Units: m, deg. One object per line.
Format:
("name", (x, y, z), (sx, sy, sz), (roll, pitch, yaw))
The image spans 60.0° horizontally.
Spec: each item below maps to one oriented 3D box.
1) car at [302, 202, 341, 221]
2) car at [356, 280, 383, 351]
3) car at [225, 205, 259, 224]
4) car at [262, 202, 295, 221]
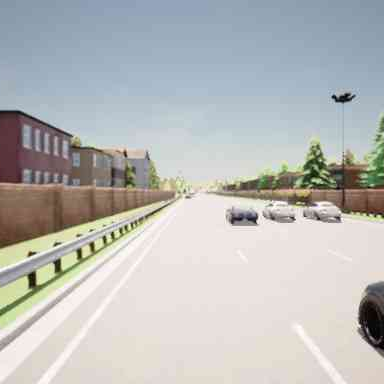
("car", (10.591, 1.529, 27.306), (1.812, 1.442, 4.674), (0, 0, 0))
("car", (3.585, 1.565, 3.559), (1.994, 1.385, 4.181), (0, 0, 0))
("car", (3.602, 1.604, 24.756), (1.895, 1.301, 4.718), (0, 0, 0))
("car", (7.092, 1.530, 27.366), (1.812, 1.442, 4.674), (0, 0, 0))
